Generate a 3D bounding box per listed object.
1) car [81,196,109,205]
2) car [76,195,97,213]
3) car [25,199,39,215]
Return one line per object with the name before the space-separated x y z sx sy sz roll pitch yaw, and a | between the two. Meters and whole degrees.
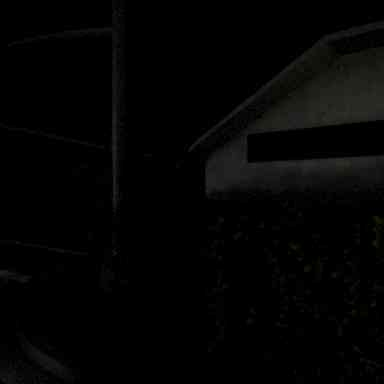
car | -16.940 1.491 57.805 4.902 1.511 2.128 0 0 36
car | -10.444 1.313 35.134 3.866 1.878 1.905 0 0 35
car | -17.248 1.480 32.997 4.611 1.667 2.242 0 0 35
